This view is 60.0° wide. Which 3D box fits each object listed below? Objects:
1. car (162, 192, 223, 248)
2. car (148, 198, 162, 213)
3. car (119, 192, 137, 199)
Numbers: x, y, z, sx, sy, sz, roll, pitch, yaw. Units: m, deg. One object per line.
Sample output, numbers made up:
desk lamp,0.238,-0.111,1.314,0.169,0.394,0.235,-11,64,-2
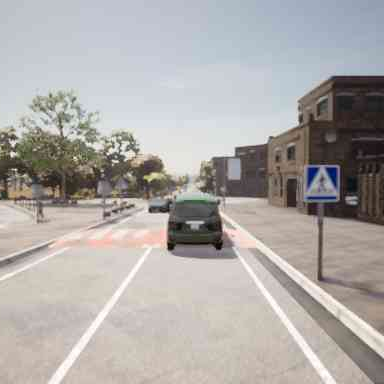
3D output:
car,0.104,1.000,14.416,2.150,2.045,5.566,0,7,0
car,-3.257,1.304,33.531,2.033,1.411,5.357,0,1,0
car,-13.960,0.711,72.368,1.994,1.385,4.181,2,1,35
